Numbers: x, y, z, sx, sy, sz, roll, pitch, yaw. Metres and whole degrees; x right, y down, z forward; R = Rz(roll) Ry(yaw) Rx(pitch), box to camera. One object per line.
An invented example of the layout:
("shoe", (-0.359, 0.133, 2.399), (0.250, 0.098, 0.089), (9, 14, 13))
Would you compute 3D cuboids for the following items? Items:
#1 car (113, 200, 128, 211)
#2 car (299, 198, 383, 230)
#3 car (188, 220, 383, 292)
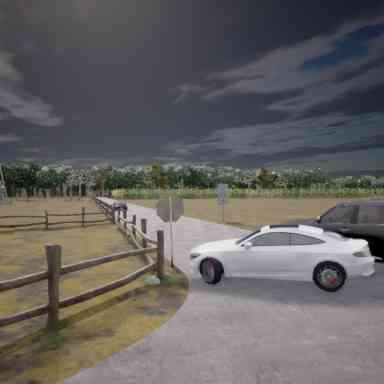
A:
("car", (-10.749, 1.976, 49.474), (2.033, 1.411, 5.357), (-2, 0, -18))
("car", (5.100, 1.223, 9.781), (2.150, 2.045, 5.566), (-2, 0, -39))
("car", (2.203, 1.612, 8.871), (4.674, 1.442, 1.812), (-2, 0, 18))
